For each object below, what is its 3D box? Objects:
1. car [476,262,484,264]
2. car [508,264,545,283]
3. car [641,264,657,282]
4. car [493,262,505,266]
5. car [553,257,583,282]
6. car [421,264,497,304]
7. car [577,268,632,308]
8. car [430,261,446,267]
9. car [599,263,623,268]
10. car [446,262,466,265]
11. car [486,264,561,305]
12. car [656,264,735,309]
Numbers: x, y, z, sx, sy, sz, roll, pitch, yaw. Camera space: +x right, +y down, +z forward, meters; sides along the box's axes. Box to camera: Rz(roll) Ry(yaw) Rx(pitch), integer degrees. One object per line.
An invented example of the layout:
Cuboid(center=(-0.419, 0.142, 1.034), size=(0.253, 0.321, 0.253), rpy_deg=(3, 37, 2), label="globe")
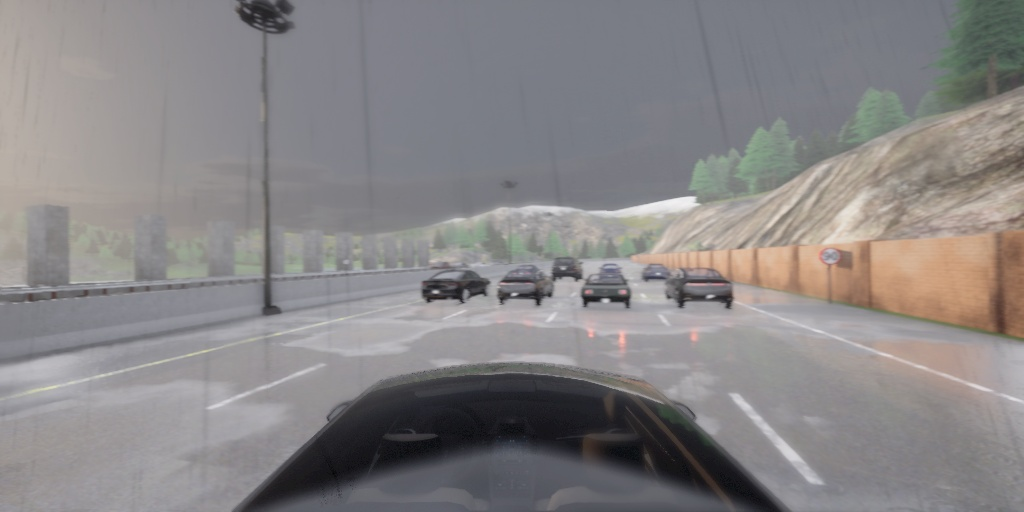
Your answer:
Cuboid(center=(-5.359, 1.743, 59.051), size=(1.812, 1.442, 4.674), rpy_deg=(-1, 0, 16), label="car")
Cuboid(center=(1.397, 1.474, 31.538), size=(2.033, 1.411, 5.357), rpy_deg=(-1, 0, 16), label="car")
Cuboid(center=(11.577, 1.310, 28.928), size=(1.994, 1.385, 4.181), rpy_deg=(-1, 0, 16), label="car")
Cuboid(center=(-2.353, 1.664, 56.820), size=(1.837, 1.490, 4.892), rpy_deg=(-1, 0, 16), label="car")
Cuboid(center=(4.758, 1.082, 30.583), size=(2.150, 2.045, 5.566), rpy_deg=(-1, 0, 16), label="car")
Cuboid(center=(-2.581, 1.375, 17.672), size=(1.882, 1.535, 5.008), rpy_deg=(-1, 0, 16), label="car")
Cuboid(center=(4.071, 1.377, 15.479), size=(1.895, 1.301, 4.718), rpy_deg=(-1, 0, 15), label="car")
Cuboid(center=(-12.115, 1.692, 60.858), size=(2.097, 1.767, 4.553), rpy_deg=(-1, 0, 15), label="car")
Cuboid(center=(8.224, 1.332, 29.937), size=(1.812, 1.442, 4.674), rpy_deg=(-1, 0, 17), label="car")
Cuboid(center=(-8.741, 1.804, 59.927), size=(1.812, 1.442, 4.674), rpy_deg=(-1, 0, 16), label="car")
Cuboid(center=(0.748, 1.329, 16.588), size=(2.128, 1.511, 4.902), rpy_deg=(-1, 0, 16), label="car")
Cuboid(center=(7.502, 1.209, 14.751), size=(2.128, 1.511, 4.902), rpy_deg=(-1, 0, 15), label="car")
